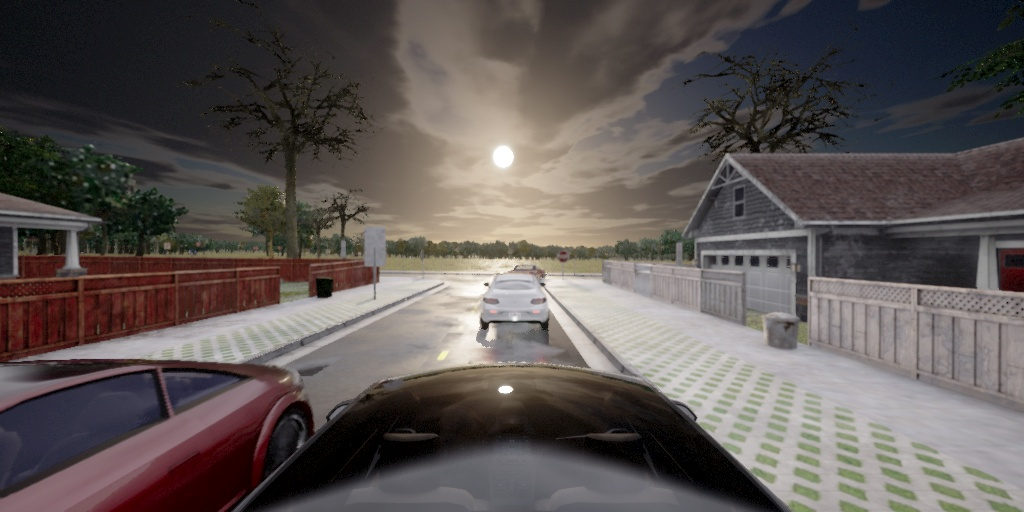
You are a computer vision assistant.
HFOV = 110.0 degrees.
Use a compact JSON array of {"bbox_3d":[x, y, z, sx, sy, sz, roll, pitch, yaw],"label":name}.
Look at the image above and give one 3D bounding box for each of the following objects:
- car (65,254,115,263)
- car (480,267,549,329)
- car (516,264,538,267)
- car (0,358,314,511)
[{"bbox_3d":[-36.261,0.593,29.951,5.008,1.535,1.882,1,0,0],"label":"car"},{"bbox_3d":[0.082,1.239,10.952,1.812,1.442,4.674,0,0,0],"label":"car"},{"bbox_3d":[1.238,1.270,26.447,1.895,1.301,4.718,0,0,16],"label":"car"},{"bbox_3d":[-2.848,1.314,1.655,1.994,1.385,4.181,0,0,0],"label":"car"}]
